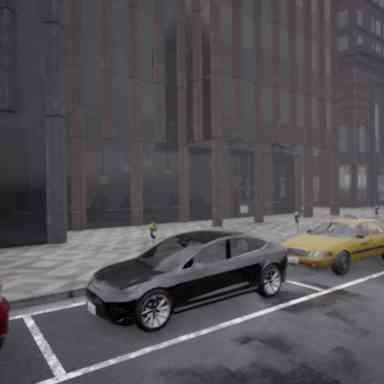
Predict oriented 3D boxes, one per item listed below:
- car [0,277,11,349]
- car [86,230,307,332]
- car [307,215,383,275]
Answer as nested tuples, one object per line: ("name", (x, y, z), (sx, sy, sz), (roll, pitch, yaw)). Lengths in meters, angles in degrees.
("car", (-4.463, 1.572, 3.460), (4.507, 1.381, 1.887), (-1, 1, -36))
("car", (0.117, 1.507, 6.743), (4.313, 1.339, 1.947), (-1, 1, -36))
("car", (4.559, 1.384, 9.927), (4.829, 1.417, 1.752), (-1, 1, -36))
